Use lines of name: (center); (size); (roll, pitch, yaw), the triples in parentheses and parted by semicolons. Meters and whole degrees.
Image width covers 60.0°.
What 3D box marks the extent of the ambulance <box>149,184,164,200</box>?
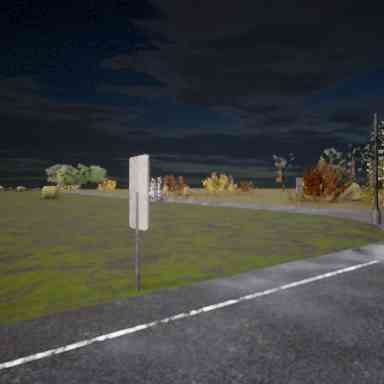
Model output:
ambulance: (-6.739, -0.079, 53.757); (2.351, 2.431, 6.366); (0, 1, -32)
